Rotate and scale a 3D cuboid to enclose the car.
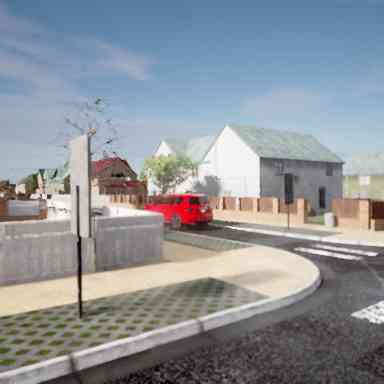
[{"bbox_3d":[-0.998,1.164,21.042,2.150,2.045,5.566,-1,1,-38],"label":"car"}]
